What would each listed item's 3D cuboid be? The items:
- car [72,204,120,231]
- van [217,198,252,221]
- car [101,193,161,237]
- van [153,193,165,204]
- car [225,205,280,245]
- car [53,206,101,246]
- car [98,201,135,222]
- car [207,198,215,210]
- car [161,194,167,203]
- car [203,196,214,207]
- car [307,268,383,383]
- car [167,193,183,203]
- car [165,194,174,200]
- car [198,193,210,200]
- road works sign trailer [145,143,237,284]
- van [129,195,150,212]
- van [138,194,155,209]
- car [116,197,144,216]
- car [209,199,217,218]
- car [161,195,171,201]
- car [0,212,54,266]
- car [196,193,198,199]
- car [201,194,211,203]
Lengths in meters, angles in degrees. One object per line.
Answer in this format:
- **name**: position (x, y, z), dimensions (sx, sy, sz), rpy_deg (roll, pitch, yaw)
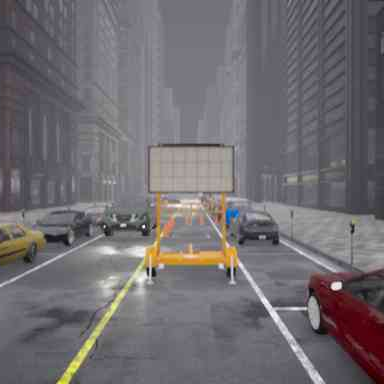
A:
- **car**: position (-5.811, 1.516, 20.675), dimensions (1.802, 1.307, 4.206), rpy_deg (0, 0, 0)
- **van**: position (2.713, 1.275, 20.711), dimensions (1.690, 1.788, 3.998), rpy_deg (0, 0, 0)
- **car**: position (-3.142, 1.164, 17.937), dimensions (2.150, 2.045, 5.566), rpy_deg (0, 0, 0)
- **van**: position (-5.904, 1.179, 60.129), dimensions (1.690, 1.788, 3.998), rpy_deg (0, 0, 0)
- **car**: position (2.727, 1.501, 15.075), dimensions (2.008, 1.369, 4.403), rpy_deg (0, 0, 0)
- **car**: position (-5.798, 1.517, 15.038), dimensions (1.947, 1.339, 4.313), rpy_deg (0, 0, 0)
- **car**: position (-5.825, 1.484, 26.312), dimensions (1.947, 1.339, 4.313), rpy_deg (0, 0, 0)
- **car**: position (2.687, 1.485, 31.984), dimensions (1.802, 1.307, 4.206), rpy_deg (0, 0, 0)
- **car**: position (-5.891, 1.165, 54.493), dimensions (2.192, 1.841, 5.009), rpy_deg (0, 0, 0)
- **car**: position (2.674, 1.440, 37.620), dimensions (2.008, 1.369, 4.403), rpy_deg (0, 0, 0)
- **car**: position (2.753, 1.531, 3.803), dimensions (1.887, 1.381, 4.507), rpy_deg (0, 0, 0)
- **car**: position (-3.204, 1.195, 58.302), dimensions (2.097, 1.767, 4.553), rpy_deg (0, 0, 0)
- **car**: position (-5.969, 1.354, 88.314), dimensions (1.947, 1.339, 4.313), rpy_deg (0, 0, 0)
- **car**: position (2.621, 1.153, 60.164), dimensions (2.192, 1.841, 5.009), rpy_deg (0, 0, 0)
- **road works sign trailer**: position (-0.021, 0.433, 9.450), dimensions (2.380, 3.560, 2.880), rpy_deg (0, 0, 0)
- **van**: position (-5.851, 1.230, 37.584), dimensions (1.690, 1.788, 3.998), rpy_deg (0, 0, 0)
- **van**: position (-5.865, 1.217, 43.221), dimensions (1.690, 1.788, 3.998), rpy_deg (0, 0, 0)
- **car**: position (-5.838, 1.343, 31.948), dimensions (1.967, 1.590, 4.097), rpy_deg (0, 0, 0)
- **car**: position (2.700, 1.469, 26.348), dimensions (2.008, 1.369, 4.403), rpy_deg (0, 0, 0)
- **car**: position (-5.943, 1.351, 77.040), dimensions (1.887, 1.381, 4.507), rpy_deg (0, 0, 0)
- **car**: position (-5.785, 1.494, 9.232), dimensions (1.752, 1.417, 4.829), rpy_deg (0, 0, 0)
- **car**: position (2.568, 1.322, 82.880), dimensions (1.752, 1.417, 4.829), rpy_deg (0, 0, 0)
- **car**: position (2.648, 1.407, 48.892), dimensions (1.887, 1.381, 4.507), rpy_deg (0, 0, 0)
